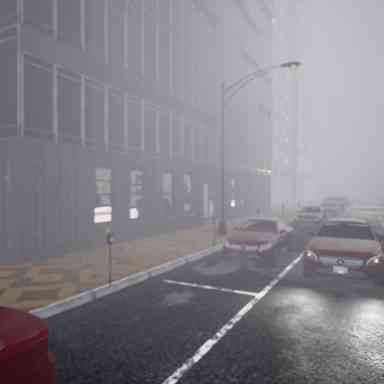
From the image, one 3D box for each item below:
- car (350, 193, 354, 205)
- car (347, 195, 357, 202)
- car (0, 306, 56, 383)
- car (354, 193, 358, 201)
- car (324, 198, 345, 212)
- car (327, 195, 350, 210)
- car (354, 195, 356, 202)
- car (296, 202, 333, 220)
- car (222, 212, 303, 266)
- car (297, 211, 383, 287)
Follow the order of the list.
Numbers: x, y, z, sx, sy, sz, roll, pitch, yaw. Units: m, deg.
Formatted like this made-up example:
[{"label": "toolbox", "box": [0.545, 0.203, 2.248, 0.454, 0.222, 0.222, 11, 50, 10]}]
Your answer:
[{"label": "car", "box": [21.166, 1.281, 46.868, 2.192, 1.841, 5.009, 0, 0, 28]}, {"label": "car", "box": [37.180, 1.485, 77.067, 1.947, 1.339, 4.313, 0, 0, 28]}, {"label": "car", "box": [-2.853, 1.536, 1.569, 1.887, 1.381, 4.507, 0, 0, 28]}, {"label": "car", "box": [34.432, 1.455, 71.885, 1.752, 1.417, 4.829, 0, 0, 28]}, {"label": "car", "box": [13.160, 1.547, 31.768, 1.947, 1.339, 4.313, 0, 0, 28]}, {"label": "car", "box": [15.828, 1.291, 36.801, 2.192, 1.841, 5.009, 0, 0, 28]}, {"label": "car", "box": [26.505, 1.536, 56.935, 1.802, 1.307, 4.206, 0, 0, 28]}, {"label": "car", "box": [7.821, 1.569, 21.703, 1.802, 1.307, 4.206, 0, 0, 28]}, {"label": "car", "box": [2.484, 1.573, 11.636, 1.802, 1.307, 4.206, 0, 0, 28]}, {"label": "car", "box": [4.492, 1.523, 9.670, 1.812, 1.442, 4.674, 0, 0, 28]}]
